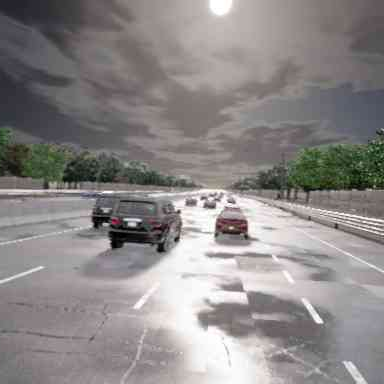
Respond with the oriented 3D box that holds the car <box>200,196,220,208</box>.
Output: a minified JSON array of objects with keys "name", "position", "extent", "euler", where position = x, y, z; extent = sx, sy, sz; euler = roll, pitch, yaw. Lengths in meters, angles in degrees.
[{"name":"car","position":[2.961,1.873,54.151],"extent":[1.994,1.385,4.181],"euler":[3,1,7]}]

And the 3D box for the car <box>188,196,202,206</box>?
[{"name":"car","position":[-0.042,1.609,58.544],"extent":[2.128,1.511,4.902],"euler":[3,1,7]}]

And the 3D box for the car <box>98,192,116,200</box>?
[{"name":"car","position":[-16.810,0.758,65.739],"extent":[1.994,1.385,4.181],"euler":[3,1,7]}]

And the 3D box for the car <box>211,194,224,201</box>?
[{"name":"car","position":[6.313,1.811,83.586],"extent":[1.895,1.301,4.718],"euler":[3,1,6]}]

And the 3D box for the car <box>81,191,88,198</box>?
[{"name":"car","position":[-20.279,0.502,66.105],"extent":[1.882,1.535,5.008],"euler":[3,1,7]}]

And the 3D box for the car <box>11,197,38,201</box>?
[{"name":"car","position":[-14.312,1.126,27.992],"extent":[1.895,1.301,4.718],"euler":[3,0,7]}]

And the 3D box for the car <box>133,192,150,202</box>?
[{"name":"car","position":[-9.853,0.917,65.016],"extent":[2.097,1.767,4.553],"euler":[3,0,7]}]

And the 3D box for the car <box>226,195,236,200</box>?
[{"name":"car","position":[8.715,1.979,73.600],"extent":[1.994,1.385,4.181],"euler":[3,1,6]}]

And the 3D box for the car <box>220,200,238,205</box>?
[{"name":"car","position":[4.459,2.002,37.066],"extent":[2.128,1.511,4.902],"euler":[3,0,7]}]

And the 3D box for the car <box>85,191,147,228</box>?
[{"name":"car","position":[-4.487,1.220,21.269],"extent":[2.150,2.045,5.566],"euler":[3,-1,7]}]

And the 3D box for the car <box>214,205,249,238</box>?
[{"name":"car","position":[2.435,1.833,20.405],"extent":[1.882,1.535,5.008],"euler":[3,0,7]}]

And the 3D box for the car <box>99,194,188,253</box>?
[{"name":"car","position":[-1.801,1.291,14.505],"extent":[2.150,2.045,5.566],"euler":[3,-1,7]}]

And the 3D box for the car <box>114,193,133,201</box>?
[{"name":"car","position":[-13.335,0.926,65.353],"extent":[2.033,1.411,5.357],"euler":[3,1,7]}]

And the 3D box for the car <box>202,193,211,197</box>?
[{"name":"car","position":[3.286,1.500,87.965],"extent":[1.882,1.535,5.008],"euler":[3,1,6]}]
